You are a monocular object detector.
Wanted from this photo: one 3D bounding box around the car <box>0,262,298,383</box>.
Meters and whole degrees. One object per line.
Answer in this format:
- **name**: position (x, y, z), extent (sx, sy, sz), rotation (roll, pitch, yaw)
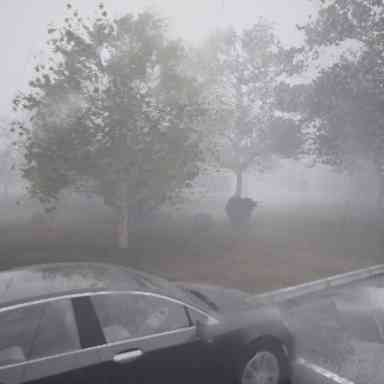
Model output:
- **car**: position (-1.024, 1.487, 3.327), extent (4.892, 1.521, 2.231), rotation (0, 0, -33)
